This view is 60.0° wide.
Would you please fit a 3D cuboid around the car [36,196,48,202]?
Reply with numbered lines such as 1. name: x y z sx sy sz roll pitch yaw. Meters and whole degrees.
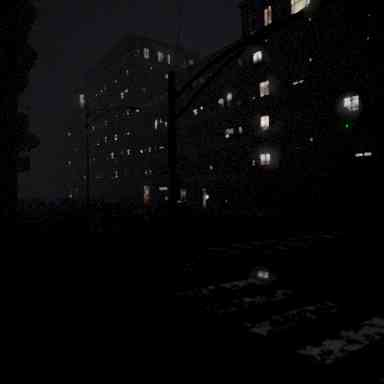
1. car: -37.396 1.708 83.014 1.887 1.381 4.507 -1 1 -36

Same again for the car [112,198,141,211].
1. car: -8.432 1.562 42.492 2.008 1.369 4.403 -1 1 -36

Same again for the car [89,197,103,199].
1. car: -14.871 1.482 51.496 1.967 1.590 4.097 -1 1 -36

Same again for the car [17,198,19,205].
1. car: -31.341 1.772 60.132 1.887 1.381 4.507 -1 1 -36

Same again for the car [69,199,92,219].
1. car: -8.714 1.642 28.477 1.752 1.417 4.829 -1 1 -36

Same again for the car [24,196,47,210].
1. car: -21.688 1.617 46.624 1.967 1.590 4.097 -1 1 -36

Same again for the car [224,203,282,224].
1. car: 4.341 1.479 24.621 1.752 1.417 4.829 -1 1 -36

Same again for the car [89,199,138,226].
1. car: -5.597 1.542 24.113 1.967 1.590 4.097 -1 1 -36

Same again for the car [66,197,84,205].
1. car: -21.305 1.626 60.502 2.008 1.369 4.403 -1 1 -36

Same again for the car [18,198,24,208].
1. car: -24.904 1.759 51.127 1.947 1.339 4.313 -1 1 -36

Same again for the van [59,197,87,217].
1. van: -12.034 1.473 33.116 1.690 1.788 3.998 -1 1 -36

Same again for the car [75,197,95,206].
1. car: -18.087 1.624 55.999 1.947 1.339 4.313 -1 1 -36

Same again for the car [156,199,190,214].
1. car: -1.997 1.422 33.486 1.967 1.590 4.097 -1 1 -36
